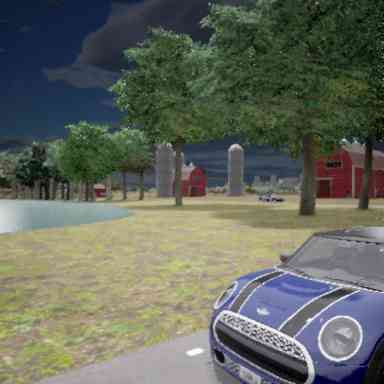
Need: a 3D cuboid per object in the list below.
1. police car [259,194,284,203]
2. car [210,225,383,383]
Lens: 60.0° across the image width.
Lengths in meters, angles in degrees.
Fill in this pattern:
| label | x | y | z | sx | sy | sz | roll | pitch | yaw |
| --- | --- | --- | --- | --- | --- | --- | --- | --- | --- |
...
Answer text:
| label | x | y | z | sx | sy | sz | roll | pitch | yaw |
| --- | --- | --- | --- | --- | --- | --- | --- | --- | --- |
| police car | 14.641 | 1.170 | 61.244 | 1.930 | 1.638 | 5.238 | 1 | -1 | -35 |
| car | 2.438 | 1.348 | 4.807 | 4.553 | 1.767 | 2.097 | 0 | 0 | -35 |
